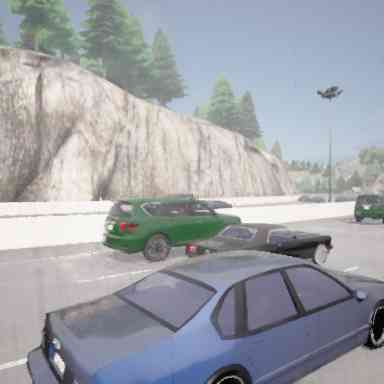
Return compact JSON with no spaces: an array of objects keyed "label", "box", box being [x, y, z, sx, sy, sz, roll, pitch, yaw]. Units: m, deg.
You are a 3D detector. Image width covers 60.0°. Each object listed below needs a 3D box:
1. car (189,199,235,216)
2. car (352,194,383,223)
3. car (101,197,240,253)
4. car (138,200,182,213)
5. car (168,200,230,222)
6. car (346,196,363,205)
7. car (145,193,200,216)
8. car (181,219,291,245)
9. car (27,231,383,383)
[{"label":"car","box":[2.066,1.499,33.051,4.674,1.442,1.812,0,0,-43]},{"label":"car","box":[13.973,1.187,24.752,5.566,2.045,2.150,0,0,-44]},{"label":"car","box":[-0.498,1.213,12.248,5.566,2.045,2.150,0,0,-38]},{"label":"car","box":[-3.537,1.578,37.378,4.718,1.301,1.895,0,0,-42]},{"label":"car","box":[0.637,1.471,27.068,4.902,1.511,2.128,0,0,-41]},{"label":"car","box":[27.832,1.490,56.931,1.994,1.385,4.181,0,0,36]},{"label":"car","box":[-1.932,1.197,34.105,5.566,2.045,2.150,0,0,-42]},{"label":"car","box":[2.194,1.591,9.918,4.718,1.301,1.895,0,0,-38]},{"label":"car","box":[0.829,1.543,4.457,5.357,1.411,2.033,0,0,-37]}]
